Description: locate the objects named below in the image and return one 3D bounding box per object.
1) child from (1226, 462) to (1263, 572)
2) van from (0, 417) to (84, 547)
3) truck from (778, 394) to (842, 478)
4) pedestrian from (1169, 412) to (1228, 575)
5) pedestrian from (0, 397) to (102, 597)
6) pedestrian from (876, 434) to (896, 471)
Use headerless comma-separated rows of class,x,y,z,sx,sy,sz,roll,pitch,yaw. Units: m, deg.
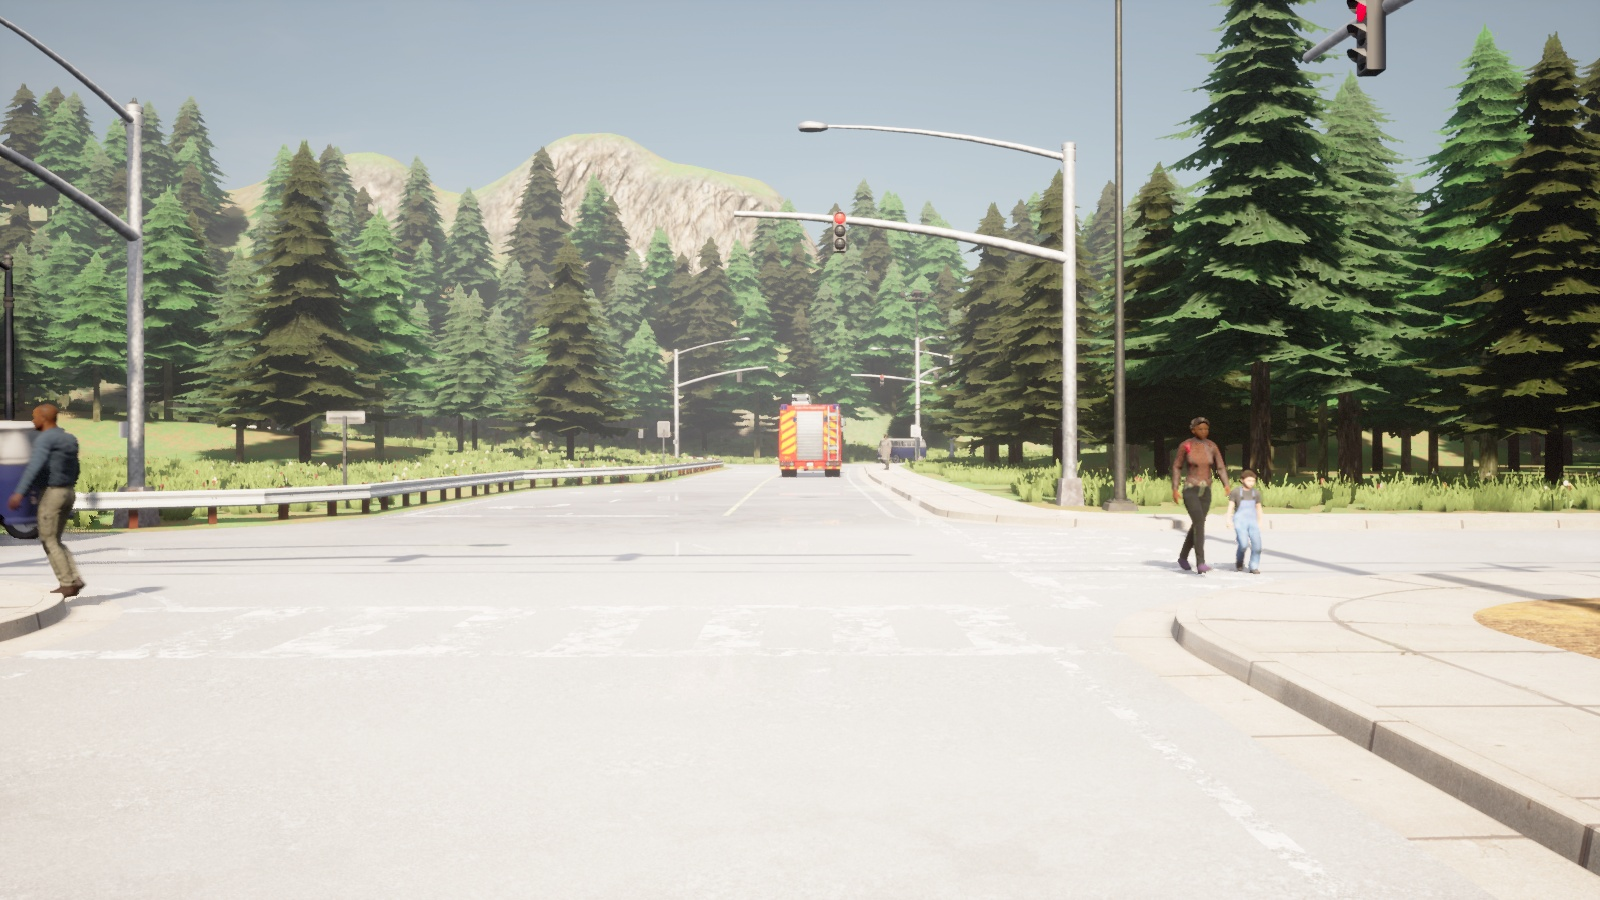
child,5.192,0.777,14.683,0.270,1.263,0.437,0,0,-2
van,-14.161,0.488,20.003,4.442,1.987,1.775,0,0,-5
truck,0.582,-0.660,61.508,2.891,3.827,8.468,0,0,2
pedestrian,4.549,0.485,14.364,0.328,1.805,0.869,0,0,-5
pedestrian,-6.984,0.431,11.719,0.726,1.835,0.370,0,0,1
pedestrian,4.561,0.137,66.519,0.873,1.952,0.659,0,0,-45
